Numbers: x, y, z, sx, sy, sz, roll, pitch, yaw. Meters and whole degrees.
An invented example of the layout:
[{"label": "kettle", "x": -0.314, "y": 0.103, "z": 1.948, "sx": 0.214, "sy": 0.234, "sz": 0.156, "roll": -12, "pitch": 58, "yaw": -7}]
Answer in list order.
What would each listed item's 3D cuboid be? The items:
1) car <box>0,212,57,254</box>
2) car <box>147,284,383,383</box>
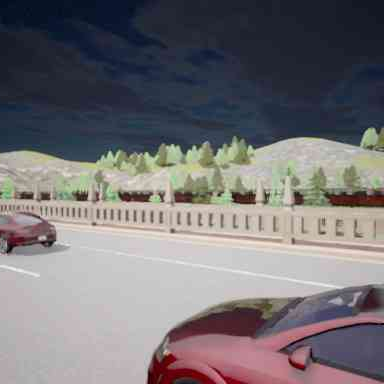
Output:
[{"label": "car", "x": -7.363, "y": 1.531, "z": 13.543, "sx": 4.674, "sy": 1.442, "sz": 1.812, "roll": 0, "pitch": 0, "yaw": 35}, {"label": "car", "x": 1.608, "y": 1.564, "z": 2.852, "sx": 4.181, "sy": 1.385, "sz": 1.994, "roll": 0, "pitch": 0, "yaw": 35}]
